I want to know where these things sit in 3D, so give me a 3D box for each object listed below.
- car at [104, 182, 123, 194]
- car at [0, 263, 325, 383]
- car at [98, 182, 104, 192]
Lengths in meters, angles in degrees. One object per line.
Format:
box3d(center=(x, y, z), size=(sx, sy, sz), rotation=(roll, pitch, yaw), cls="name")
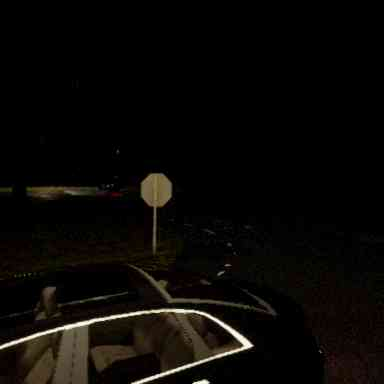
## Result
box3d(center=(-12.149, -0.550, 52.452), size=(1.837, 1.490, 4.892), rotation=(0, 2, -25), cls="car")
box3d(center=(-1.214, 1.452, 2.452), size=(4.892, 1.490, 1.837), rotation=(-1, 3, -27), cls="car")
box3d(center=(-15.245, -0.994, 58.731), size=(2.097, 1.767, 4.553), rotation=(0, 2, -26), cls="car")
